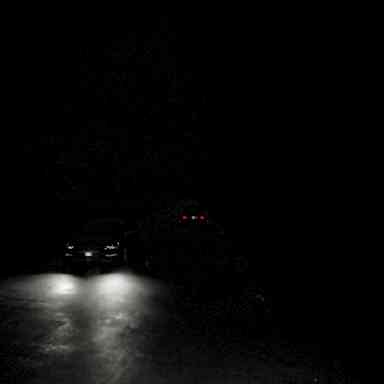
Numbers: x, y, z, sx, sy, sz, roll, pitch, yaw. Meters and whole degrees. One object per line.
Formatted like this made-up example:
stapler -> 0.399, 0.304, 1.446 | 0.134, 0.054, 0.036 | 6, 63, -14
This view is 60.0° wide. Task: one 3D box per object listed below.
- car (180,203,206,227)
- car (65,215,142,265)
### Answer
car -> 0.098, 1.821, 24.986 | 2.033, 1.411, 5.357 | 0, -1, 0
car -> -3.031, 1.639, 12.243 | 1.837, 1.490, 4.892 | 0, -1, 1
